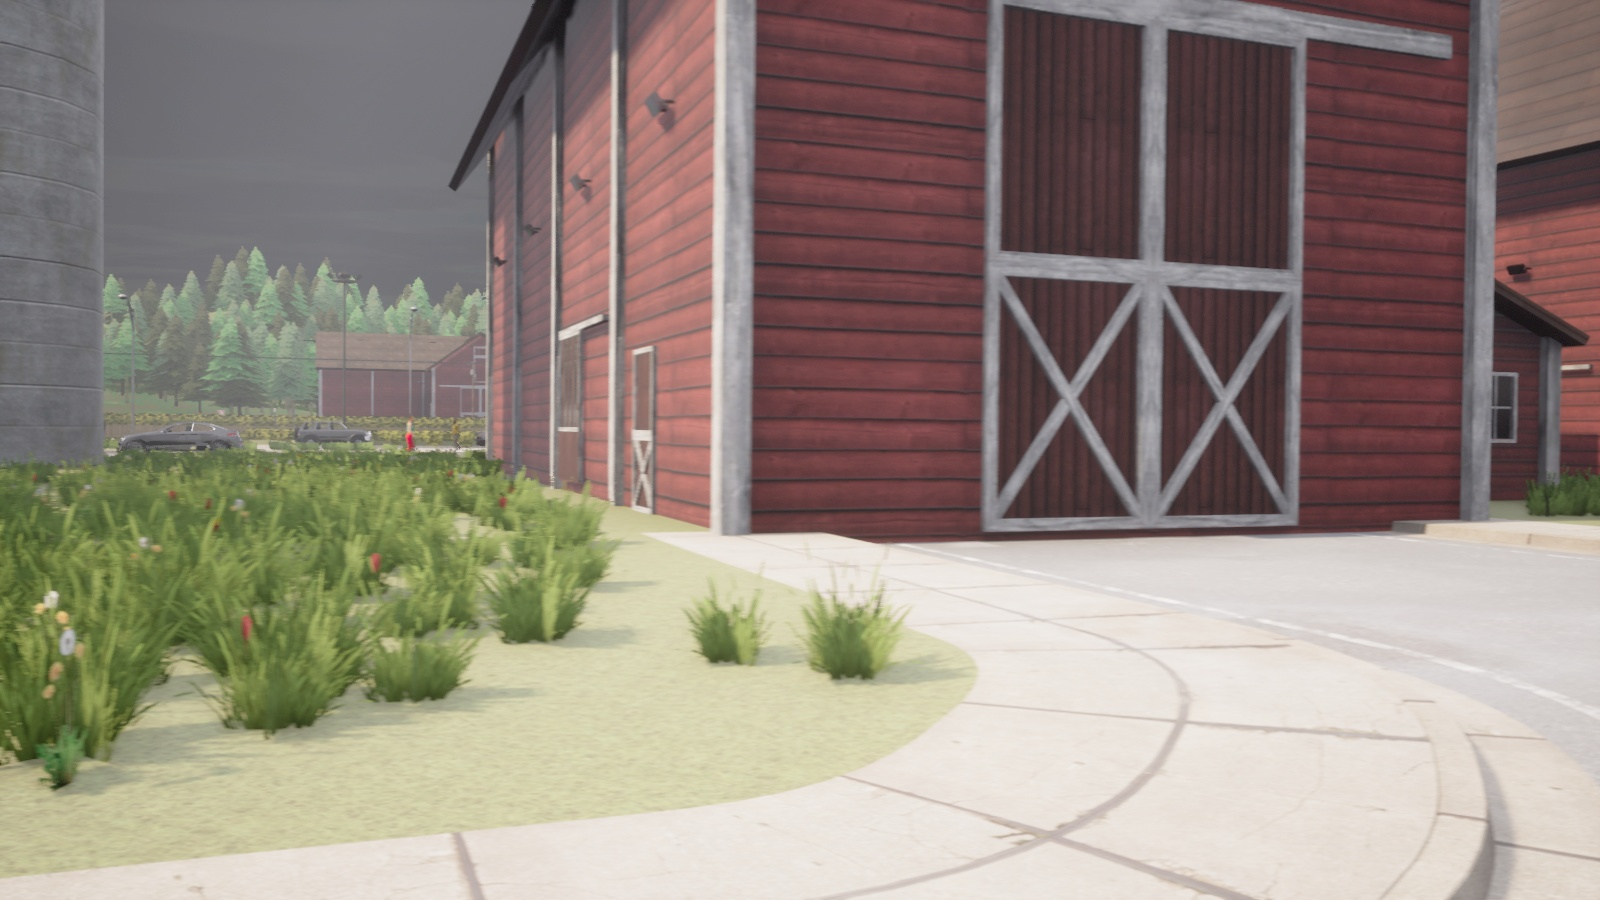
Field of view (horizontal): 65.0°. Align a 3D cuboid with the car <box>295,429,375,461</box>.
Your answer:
[{"bbox_3d":[-29.471,-0.341,79.680,4.605,1.855,1.932,-1,1,-16],"label":"car"}]

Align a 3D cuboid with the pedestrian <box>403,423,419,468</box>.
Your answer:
[{"bbox_3d":[-16.016,-0.192,51.671,0.594,1.836,0.345,-1,1,-20],"label":"pedestrian"}]

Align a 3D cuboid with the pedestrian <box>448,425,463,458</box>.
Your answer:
[{"bbox_3d":[-19.364,-0.470,70.620,0.726,1.835,0.370,-1,1,-43],"label":"pedestrian"}]

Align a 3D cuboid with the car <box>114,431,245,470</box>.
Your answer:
[{"bbox_3d":[-27.705,-0.016,56.263,5.027,1.651,2.152,-1,1,-21],"label":"car"}]

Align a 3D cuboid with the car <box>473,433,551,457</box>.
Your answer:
[{"bbox_3d":[-19.152,-0.336,83.500,4.792,1.488,2.163,-1,1,-21],"label":"car"}]
